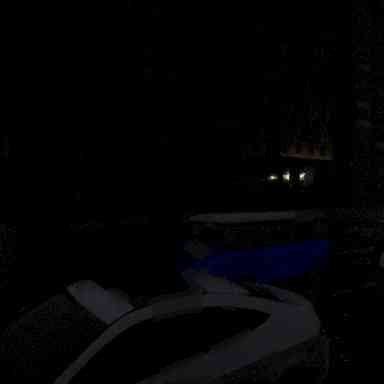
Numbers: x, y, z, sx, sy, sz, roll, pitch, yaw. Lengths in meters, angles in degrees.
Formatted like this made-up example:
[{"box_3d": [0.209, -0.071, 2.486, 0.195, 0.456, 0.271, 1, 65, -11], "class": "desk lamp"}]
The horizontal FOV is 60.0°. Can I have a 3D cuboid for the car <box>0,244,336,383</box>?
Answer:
[{"box_3d": [-0.664, 1.530, 2.902, 4.674, 1.442, 1.812, 0, 0, -35], "class": "car"}]

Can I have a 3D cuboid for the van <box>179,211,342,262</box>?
[{"box_3d": [1.509, 1.365, 7.720, 3.998, 1.788, 1.690, 0, 0, -35], "class": "van"}]

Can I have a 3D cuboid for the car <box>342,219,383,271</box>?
[{"box_3d": [6.104, 1.599, 10.988, 4.403, 1.369, 2.008, 0, 0, -35], "class": "car"}]
